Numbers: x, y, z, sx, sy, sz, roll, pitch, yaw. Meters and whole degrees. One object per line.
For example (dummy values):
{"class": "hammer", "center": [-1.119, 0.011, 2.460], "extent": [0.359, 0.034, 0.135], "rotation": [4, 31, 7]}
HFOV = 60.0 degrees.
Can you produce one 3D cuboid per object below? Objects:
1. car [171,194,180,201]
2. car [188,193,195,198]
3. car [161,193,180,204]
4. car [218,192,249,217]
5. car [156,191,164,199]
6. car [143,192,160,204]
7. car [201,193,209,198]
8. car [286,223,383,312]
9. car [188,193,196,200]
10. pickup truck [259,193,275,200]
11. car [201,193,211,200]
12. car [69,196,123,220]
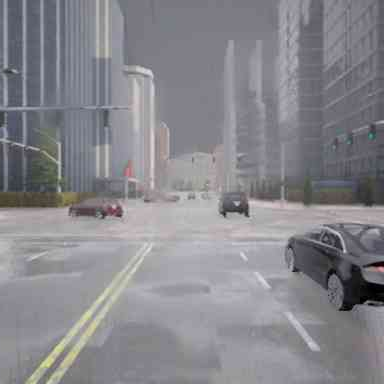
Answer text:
{"class": "car", "center": [-3.547, 1.181, 72.071], "extent": [1.895, 1.301, 4.718], "rotation": [0, 0, 0]}
{"class": "car", "center": [-0.057, 0.917, 87.260], "extent": [1.895, 1.301, 4.718], "rotation": [0, 0, 0]}
{"class": "car", "center": [-3.587, 1.238, 56.625], "extent": [1.994, 1.385, 4.181], "rotation": [0, 0, 0]}
{"class": "car", "center": [3.575, 1.054, 29.025], "extent": [2.150, 2.045, 5.566], "rotation": [0, 0, 0]}
{"class": "car", "center": [-7.047, 0.811, 72.036], "extent": [2.150, 2.045, 5.566], "rotation": [0, 0, 0]}
{"class": "car", "center": [-7.087, 1.179, 56.605], "extent": [1.837, 1.490, 4.892], "rotation": [0, 0, 0]}
{"class": "car", "center": [3.443, 0.875, 87.232], "extent": [1.994, 1.385, 4.181], "rotation": [0, 0, 0]}
{"class": "car", "center": [3.569, 1.448, 7.568], "extent": [2.128, 1.511, 4.902], "rotation": [0, 0, 0]}
{"class": "car", "center": [-0.051, 1.073, 76.940], "extent": [2.128, 1.511, 4.902], "rotation": [0, 0, 0]}
{"class": "pickup truck", "center": [16.574, 0.640, 72.687], "extent": [2.390, 2.098, 6.274], "rotation": [0, 0, 30]}
{"class": "car", "center": [3.449, 1.139, 77.278], "extent": [1.895, 1.301, 4.718], "rotation": [0, 0, 0]}
{"class": "car", "center": [-7.790, 1.198, 26.758], "extent": [4.553, 1.767, 2.097], "rotation": [0, 1, 33]}
